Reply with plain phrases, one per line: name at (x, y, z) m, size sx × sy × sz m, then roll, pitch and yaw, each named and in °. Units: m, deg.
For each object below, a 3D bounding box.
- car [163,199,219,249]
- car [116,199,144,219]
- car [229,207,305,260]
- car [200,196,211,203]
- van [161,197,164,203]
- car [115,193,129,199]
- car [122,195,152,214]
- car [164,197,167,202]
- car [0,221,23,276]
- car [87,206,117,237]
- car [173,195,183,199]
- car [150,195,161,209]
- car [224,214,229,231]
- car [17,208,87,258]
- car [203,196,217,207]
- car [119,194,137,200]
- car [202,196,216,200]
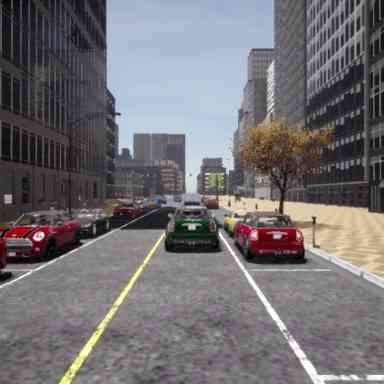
car at (0.000, 1.368, 14.620) m, size 2.097 × 1.767 × 4.553 m, roll 0°, pitch 0°, yaw 0°
car at (-5.687, 1.546, 29.079) m, size 1.887 × 1.381 × 4.507 m, roll 0°, pitch 0°, yaw 0°
car at (2.694, 1.440, 12.462) m, size 1.967 × 1.590 × 4.097 m, roll 0°, pitch 0°, yaw 0°
car at (2.693, 1.570, 67.854) m, size 1.947 × 1.339 × 4.313 m, roll 0°, pitch 0°, yaw 0°
van at (-5.686, 1.344, 51.236) m, size 1.690 × 1.788 × 3.998 m, roll 0°, pitch 0°, yaw 0°
car at (-17.148, 1.104, 80.958) m, size 5.009 × 1.841 × 2.192 m, roll 1°, pitch -1°, yaw -1°
car at (-5.687, 1.442, 34.619) m, size 1.967 × 1.590 × 4.097 m, roll 0°, pitch 0°, yaw 0°
car at (-5.687, 1.569, 62.315) m, size 1.947 × 1.339 × 4.313 m, roll 0°, pitch 0°, yaw 0°
car at (-5.687, 1.545, 6.922) m, size 1.887 × 1.381 × 4.507 m, roll 0°, pitch 0°, yaw 0°
car at (-5.687, 1.551, 18.001) m, size 2.008 × 1.369 × 4.403 m, roll 0°, pitch 0°, yaw 0°
car at (-3.000, 1.500, 69.608) m, size 1.837 × 1.490 × 4.892 m, roll 0°, pitch 0°, yaw 0°
car at (-5.687, 1.528, 45.527) m, size 1.752 × 1.417 × 4.829 m, roll 0°, pitch 0°, yaw 0°
car at (2.693, 1.526, 18.171) m, size 1.752 × 1.417 × 4.829 m, roll 0°, pitch 0°, yaw 0°
car at (-5.687, 1.440, 12.461) m, size 1.967 × 1.590 × 4.097 m, roll 0°, pitch 0°, yaw 0°
car at (2.694, 1.443, 51.237) m, size 1.967 × 1.590 × 4.097 m, roll 0°, pitch 0°, yaw 0°
car at (-17.269, 1.374, 89.333) m, size 4.507 × 1.381 × 1.887 m, roll 1°, pitch -1°, yaw -1°
car at (2.693, 1.547, 45.697) m, size 1.887 × 1.381 × 4.507 m, roll 0°, pitch 0°, yaw 0°
